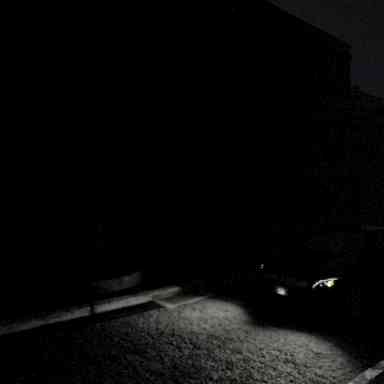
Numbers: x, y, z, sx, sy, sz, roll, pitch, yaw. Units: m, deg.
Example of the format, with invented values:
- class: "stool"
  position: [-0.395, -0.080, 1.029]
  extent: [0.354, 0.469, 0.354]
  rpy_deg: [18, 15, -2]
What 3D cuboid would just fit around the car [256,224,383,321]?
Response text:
- class: "car"
  position: [3.454, 1.479, 7.314]
  extent: [4.674, 1.442, 1.812]
  rpy_deg: [0, 0, -37]
